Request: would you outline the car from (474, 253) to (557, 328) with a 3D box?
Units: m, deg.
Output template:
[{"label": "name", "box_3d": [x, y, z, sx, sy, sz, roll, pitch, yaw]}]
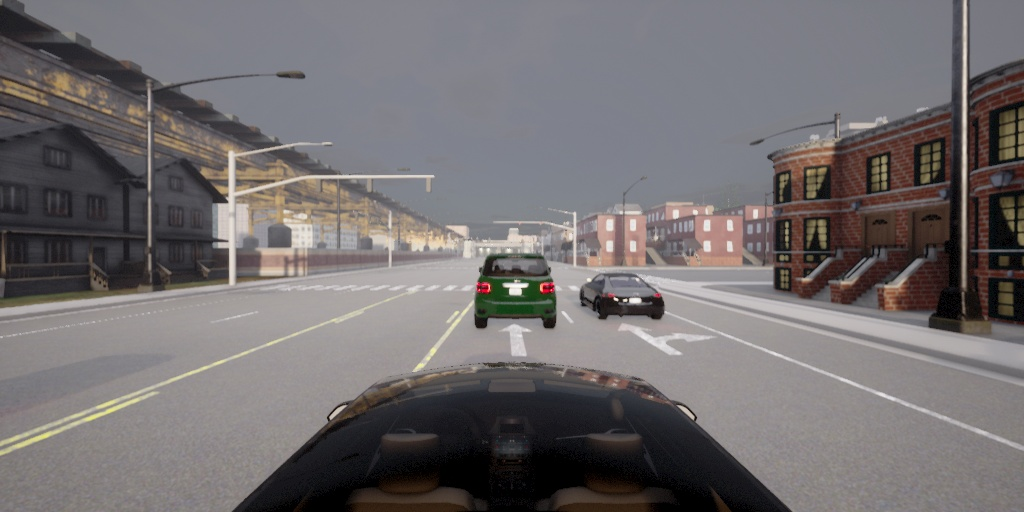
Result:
[{"label": "car", "box_3d": [0.097, 0.917, 11.223, 2.150, 2.045, 5.566, 0, 0, 0]}]

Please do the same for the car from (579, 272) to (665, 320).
[{"label": "car", "box_3d": [3.598, 1.253, 12.392, 1.994, 1.385, 4.181, 0, 0, 1]}]
